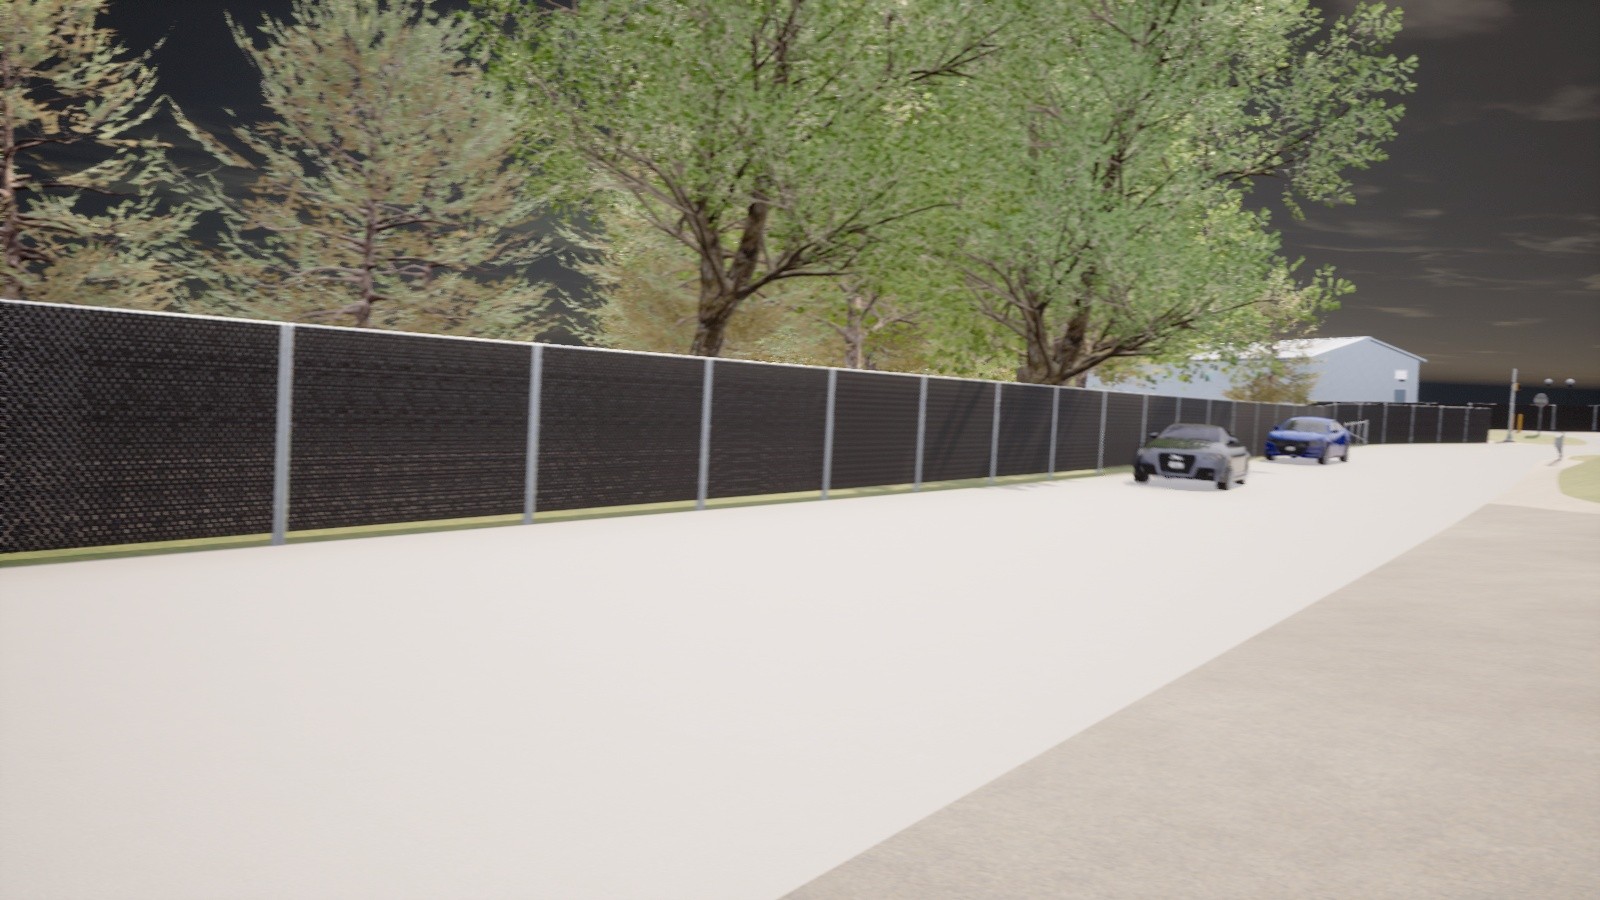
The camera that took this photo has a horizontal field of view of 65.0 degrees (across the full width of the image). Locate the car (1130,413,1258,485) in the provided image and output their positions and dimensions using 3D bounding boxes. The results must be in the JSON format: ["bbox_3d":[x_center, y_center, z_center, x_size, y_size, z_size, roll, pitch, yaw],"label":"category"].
[{"bbox_3d":[9.017,-0.089,28.522,1.994,1.385,4.181,4,4,28],"label":"car"}]

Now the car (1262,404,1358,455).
[{"bbox_3d":[17.314,-0.740,42.504,1.882,1.535,5.008,4,5,35],"label":"car"}]
